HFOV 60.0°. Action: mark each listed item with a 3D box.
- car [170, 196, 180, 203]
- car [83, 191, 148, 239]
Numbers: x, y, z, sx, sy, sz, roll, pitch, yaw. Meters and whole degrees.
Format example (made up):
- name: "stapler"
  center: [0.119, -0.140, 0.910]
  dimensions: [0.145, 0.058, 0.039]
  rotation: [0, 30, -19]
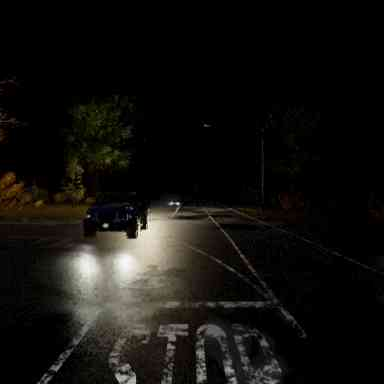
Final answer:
- name: "car"
  center: [-3.839, 1.639, 73.488]
  dimensions: [1.895, 1.301, 4.718]
  rotation: [0, 0, 2]
- name: "car"
  center: [-3.485, 0.987, 16.206]
  dimensions: [2.150, 2.045, 5.566]
  rotation: [1, 0, 0]
